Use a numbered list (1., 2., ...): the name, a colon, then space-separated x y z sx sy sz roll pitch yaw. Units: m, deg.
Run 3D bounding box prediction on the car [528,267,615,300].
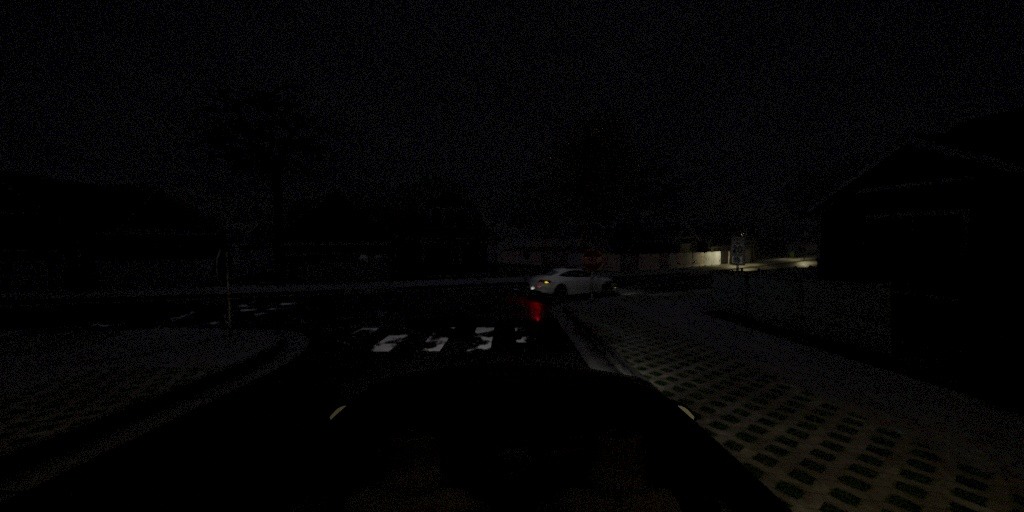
1. car: 3.059 1.281 18.285 4.674 1.442 1.812 -1 3 -26
